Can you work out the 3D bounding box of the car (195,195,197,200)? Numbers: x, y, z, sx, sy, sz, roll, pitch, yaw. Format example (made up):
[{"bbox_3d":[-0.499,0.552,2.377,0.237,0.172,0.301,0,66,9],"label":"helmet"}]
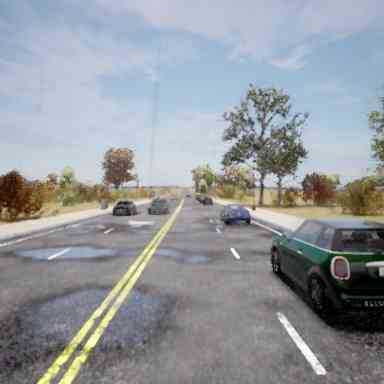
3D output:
[{"bbox_3d":[2.514,1.655,83.413,2.163,1.488,4.792,0,0,-1],"label":"car"}]

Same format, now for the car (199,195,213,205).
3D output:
[{"bbox_3d":[2.844,1.606,61.363,1.882,1.535,5.008,0,0,-1],"label":"car"}]

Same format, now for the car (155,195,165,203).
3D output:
[{"bbox_3d":[-7.088,1.571,74.248,1.882,1.535,5.008,0,0,-1],"label":"car"}]

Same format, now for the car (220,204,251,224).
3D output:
[{"bbox_3d":[3.271,1.612,25.590,2.033,1.411,5.357,0,0,0],"label":"car"}]

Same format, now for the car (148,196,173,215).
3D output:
[{"bbox_3d":[-3.489,1.437,35.586,2.097,1.767,4.553,0,0,0],"label":"car"}]

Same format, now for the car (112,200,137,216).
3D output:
[{"bbox_3d":[-6.726,1.586,33.479,1.837,1.490,4.892,0,0,0],"label":"car"}]

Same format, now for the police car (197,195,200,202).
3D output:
[{"bbox_3d":[2.692,1.646,72.374,2.038,1.542,4.974,0,0,-1],"label":"police car"}]

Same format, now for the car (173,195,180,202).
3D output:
[{"bbox_3d":[-3.880,1.455,76.929,2.033,1.411,5.357,0,0,-1],"label":"car"}]

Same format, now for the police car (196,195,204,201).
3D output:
[{"bbox_3d":[2.317,1.583,94.496,1.930,1.638,5.238,0,0,-1],"label":"police car"}]

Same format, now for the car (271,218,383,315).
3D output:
[{"bbox_3d":[3.338,1.375,7.793,2.097,1.767,4.553,0,0,0],"label":"car"}]
